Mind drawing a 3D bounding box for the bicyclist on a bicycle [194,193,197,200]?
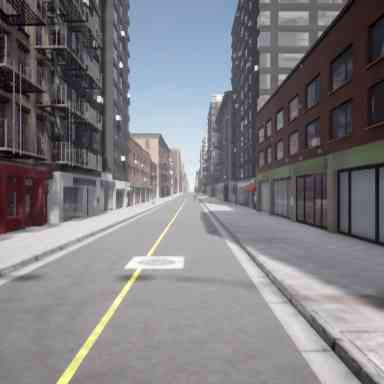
[{"bbox_3d":[0.853,1.195,88.880,0.659,1.776,1.843,2,1,0],"label":"bicyclist on a bicycle"}]

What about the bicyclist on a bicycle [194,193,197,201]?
[{"bbox_3d":[0.838,1.321,79.891,0.582,1.620,1.656,1,0,0],"label":"bicyclist on a bicycle"}]
